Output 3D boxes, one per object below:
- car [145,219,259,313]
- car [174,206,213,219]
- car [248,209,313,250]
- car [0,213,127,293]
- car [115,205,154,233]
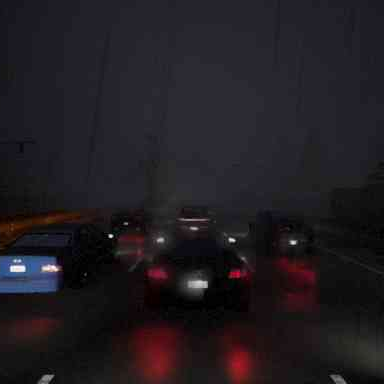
[{"bbox_3d":[0.100,1.564,7.748,1.994,1.385,4.181,0,0,0],"label":"car"},{"bbox_3d":[0.099,1.492,17.697,2.128,1.511,4.902,0,0,0],"label":"car"},{"bbox_3d":[3.599,1.507,14.227,1.837,1.490,4.892,0,1,0],"label":"car"},{"bbox_3d":[-3.400,1.548,9.011,2.033,1.411,5.357,0,0,0],"label":"car"},{"bbox_3d":[-3.400,1.478,19.633,1.882,1.535,5.008,0,0,0],"label":"car"}]
